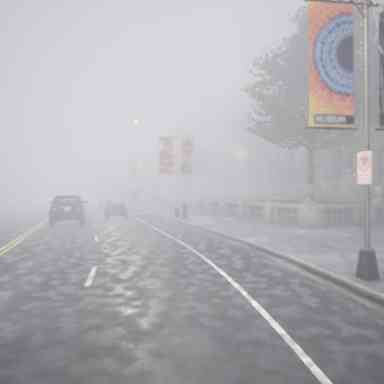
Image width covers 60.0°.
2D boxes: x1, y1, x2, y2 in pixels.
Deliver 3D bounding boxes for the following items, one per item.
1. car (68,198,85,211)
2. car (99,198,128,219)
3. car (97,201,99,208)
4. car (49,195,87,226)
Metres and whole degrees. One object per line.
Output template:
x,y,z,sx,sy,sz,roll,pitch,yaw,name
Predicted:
-14.097,1.486,40.781,1.837,1.490,4.892,0,0,-17,car
-6.684,1.462,28.808,2.128,1.511,4.902,0,0,-17,car
-11.574,1.508,44.430,2.033,1.411,5.357,0,0,-17,car
-8.650,1.214,23.397,2.150,2.045,5.566,0,0,-17,car
